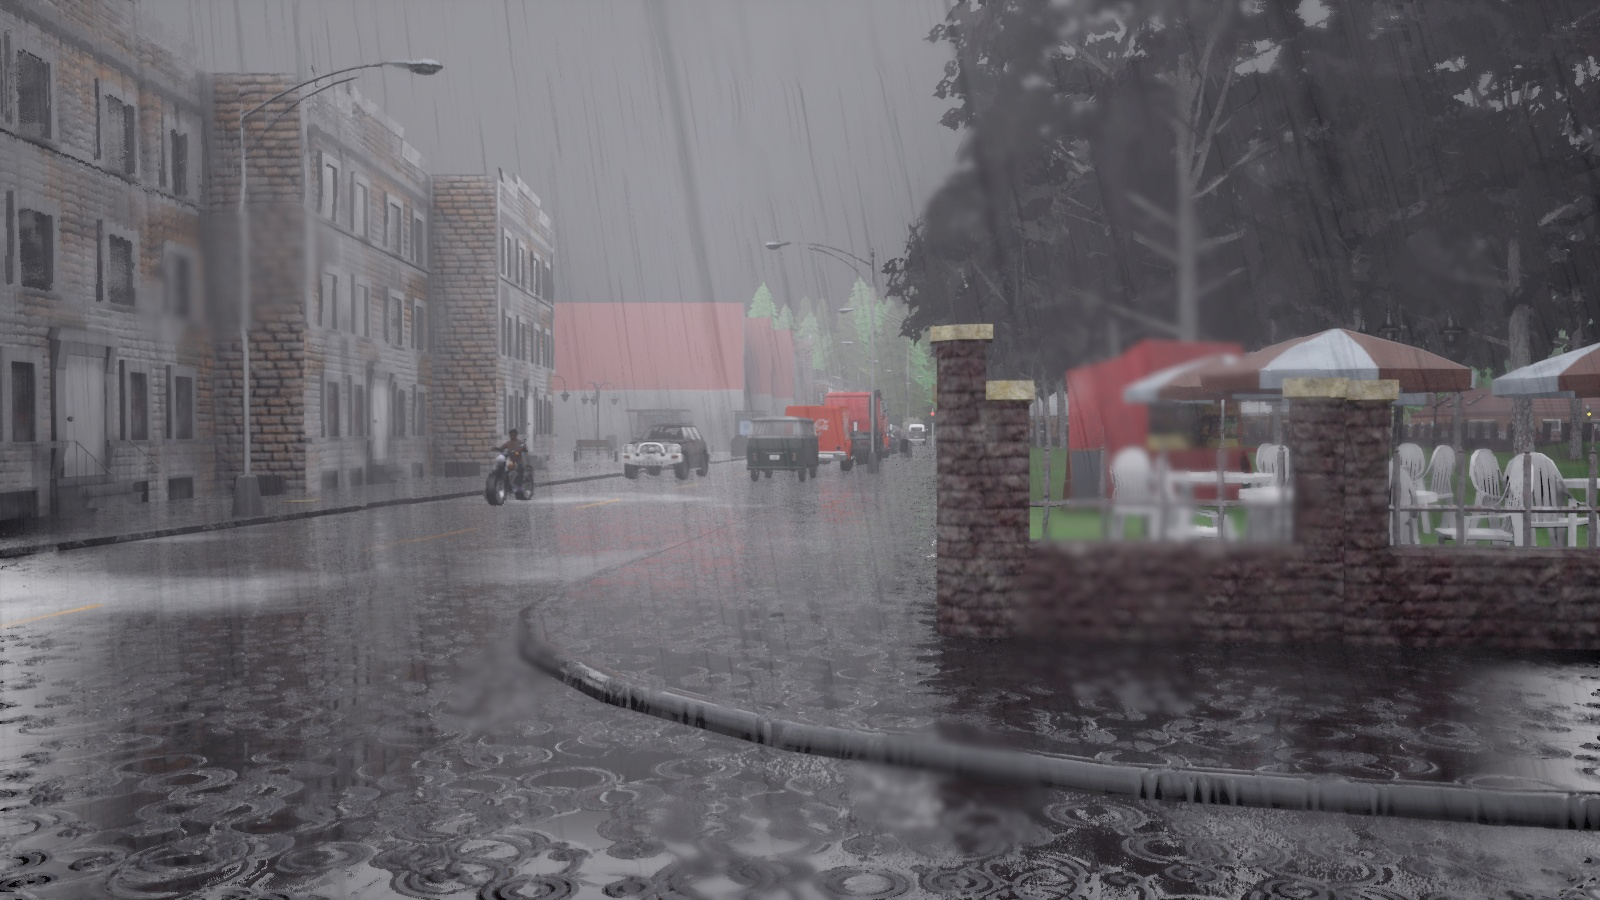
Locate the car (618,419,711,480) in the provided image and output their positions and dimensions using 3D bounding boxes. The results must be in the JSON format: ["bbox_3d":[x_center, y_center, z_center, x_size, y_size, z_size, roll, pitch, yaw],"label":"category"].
[{"bbox_3d":[-4.306,-0.049,40.722,1.932,1.855,4.605,0,1,8],"label":"car"}]

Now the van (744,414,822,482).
[{"bbox_3d":[-0.468,-0.077,39.279,1.775,1.987,4.442,0,1,8],"label":"van"}]

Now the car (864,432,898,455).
[{"bbox_3d":[5.194,-0.447,79.788,1.812,1.442,4.674,0,1,8],"label":"car"}]

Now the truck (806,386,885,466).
[{"bbox_3d":[2.263,-1.121,58.858,2.891,3.462,7.936,0,1,8],"label":"truck"}]

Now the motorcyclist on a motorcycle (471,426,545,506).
[{"bbox_3d":[-6.225,0.305,26.920,0.766,1.649,2.350,0,1,8],"label":"motorcyclist on a motorcycle"}]

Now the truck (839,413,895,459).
[{"bbox_3d":[3.763,-0.797,69.571,2.627,2.467,5.204,0,1,8],"label":"truck"}]

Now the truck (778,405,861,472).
[{"bbox_3d":[0.832,-0.463,48.556,2.627,2.467,5.204,0,1,7],"label":"truck"}]
